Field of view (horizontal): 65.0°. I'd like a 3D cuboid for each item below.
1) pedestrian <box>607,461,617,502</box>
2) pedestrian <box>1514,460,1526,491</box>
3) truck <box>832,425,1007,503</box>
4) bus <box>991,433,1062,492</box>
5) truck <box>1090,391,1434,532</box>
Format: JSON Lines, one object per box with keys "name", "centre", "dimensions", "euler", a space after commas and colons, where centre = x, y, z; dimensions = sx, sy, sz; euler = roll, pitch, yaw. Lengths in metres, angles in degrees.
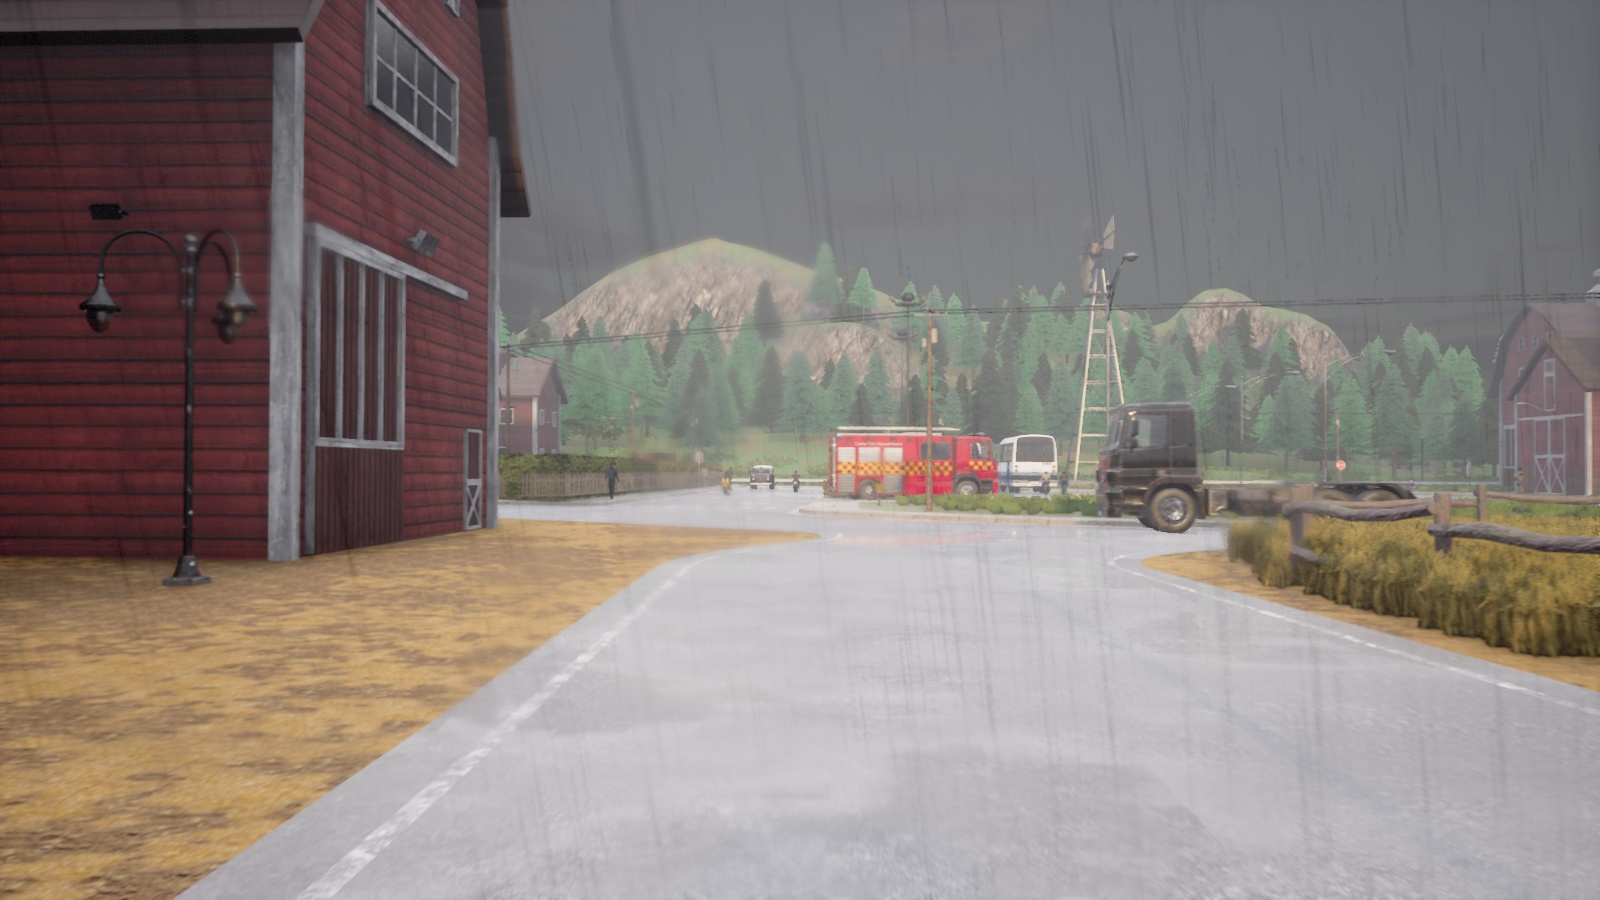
{"name": "pedestrian", "centre": [-9.067, 1.522, 60.641], "dimensions": [0.423, 1.949, 0.788], "euler": [0, -1, -4]}
{"name": "pedestrian", "centre": [46.104, 1.630, 80.447], "dimensions": [0.396, 1.930, 0.692], "euler": [0, -1, 4]}
{"name": "truck", "centre": [6.018, 0.698, 64.045], "dimensions": [8.468, 3.827, 2.891], "euler": [0, -1, -7]}
{"name": "bus", "centre": [17.119, 0.973, 95.814], "dimensions": [3.944, 4.253, 10.273], "euler": [0, -1, 2]}
{"name": "truck", "centre": [11.799, 0.329, 32.792], "dimensions": [7.936, 3.462, 2.891], "euler": [0, -1, 7]}
